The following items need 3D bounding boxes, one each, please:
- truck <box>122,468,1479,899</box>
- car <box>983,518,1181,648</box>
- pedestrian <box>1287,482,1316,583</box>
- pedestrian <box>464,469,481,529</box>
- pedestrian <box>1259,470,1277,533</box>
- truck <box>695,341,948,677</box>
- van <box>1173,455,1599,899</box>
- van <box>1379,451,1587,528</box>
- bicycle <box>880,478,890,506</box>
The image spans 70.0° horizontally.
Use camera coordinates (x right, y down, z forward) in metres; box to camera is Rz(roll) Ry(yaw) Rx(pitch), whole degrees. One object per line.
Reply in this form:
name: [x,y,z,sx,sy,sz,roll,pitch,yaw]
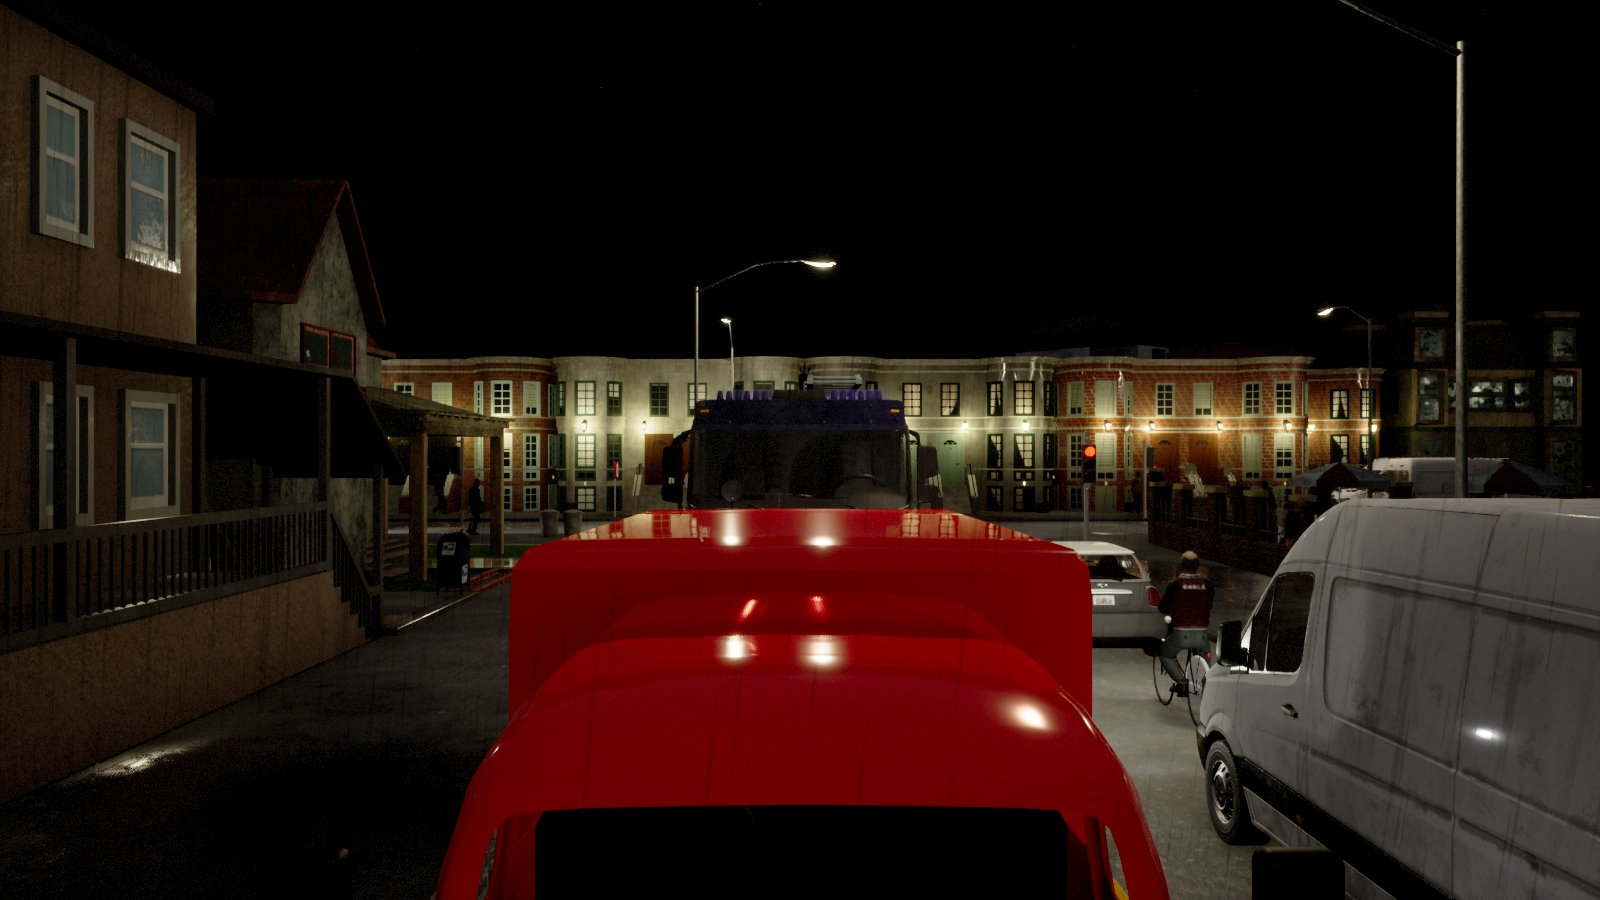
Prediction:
truck: [-0.002,1.351,4.813,2.627,2.467,5.204,0,0,0]
car: [3.996,1.852,16.834,1.970,1.475,3.806,0,0,0]
pedestrian: [9.364,1.527,21.345,0.375,1.860,0.375,0,0,0]
pedestrian: [-10.280,1.541,35.886,0.375,1.860,0.375,0,0,40]
pedestrian: [14.019,1.531,34.246,0.375,1.860,0.375,0,0,0]
truck: [0.275,0.678,17.256,2.891,3.827,8.468,0,0,0]
van: [4.008,1.318,6.281,1.988,2.561,5.915,0,0,0]
van: [23.290,1.331,39.118,5.915,2.561,1.988,0,0,1]
bicycle: [4.005,1.963,53.762,0.329,1.271,1.835,0,0,0]
